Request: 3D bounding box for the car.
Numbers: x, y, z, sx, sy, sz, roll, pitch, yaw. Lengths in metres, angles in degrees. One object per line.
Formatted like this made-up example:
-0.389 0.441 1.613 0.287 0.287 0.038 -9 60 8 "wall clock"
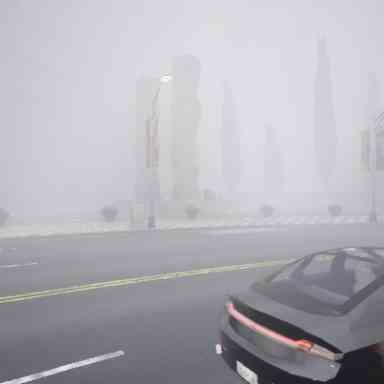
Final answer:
2.639 1.490 4.286 4.902 1.511 2.128 0 0 -29 "car"
